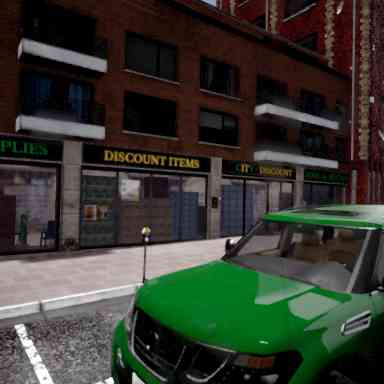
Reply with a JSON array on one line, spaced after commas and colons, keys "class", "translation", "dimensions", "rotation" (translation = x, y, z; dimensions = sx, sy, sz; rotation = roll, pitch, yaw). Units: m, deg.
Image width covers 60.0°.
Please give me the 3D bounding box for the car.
[{"class": "car", "translation": [1.840, 1.225, 4.266], "dimensions": [5.566, 2.045, 2.150], "rotation": [0, 0, -36]}]
